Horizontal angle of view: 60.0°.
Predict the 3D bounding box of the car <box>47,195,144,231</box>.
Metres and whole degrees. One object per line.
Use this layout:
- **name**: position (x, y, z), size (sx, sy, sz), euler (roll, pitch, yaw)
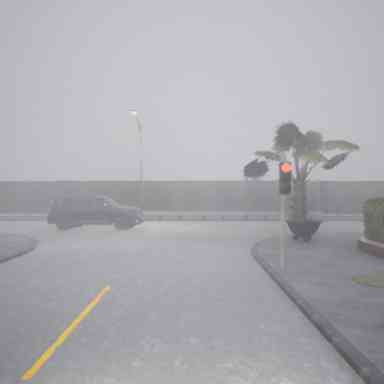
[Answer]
- **car**: position (-5.674, 1.208, 19.822), size (5.566, 2.045, 2.150), euler (0, 0, 0)
